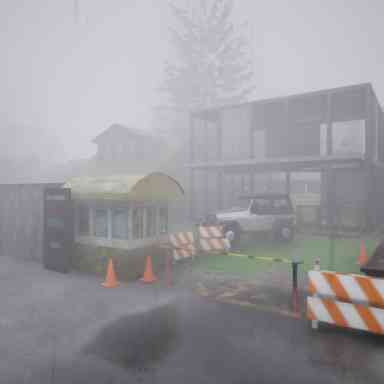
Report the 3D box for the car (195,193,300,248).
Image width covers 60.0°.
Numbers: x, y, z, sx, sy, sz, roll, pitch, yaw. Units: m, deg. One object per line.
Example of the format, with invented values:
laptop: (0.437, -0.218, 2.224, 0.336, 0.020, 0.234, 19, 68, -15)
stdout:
car: (2.199, 0.986, 12.773, 3.866, 1.878, 1.905, 0, 0, -21)
